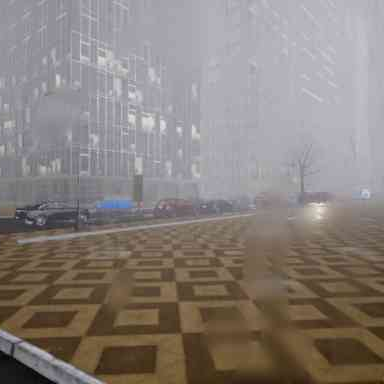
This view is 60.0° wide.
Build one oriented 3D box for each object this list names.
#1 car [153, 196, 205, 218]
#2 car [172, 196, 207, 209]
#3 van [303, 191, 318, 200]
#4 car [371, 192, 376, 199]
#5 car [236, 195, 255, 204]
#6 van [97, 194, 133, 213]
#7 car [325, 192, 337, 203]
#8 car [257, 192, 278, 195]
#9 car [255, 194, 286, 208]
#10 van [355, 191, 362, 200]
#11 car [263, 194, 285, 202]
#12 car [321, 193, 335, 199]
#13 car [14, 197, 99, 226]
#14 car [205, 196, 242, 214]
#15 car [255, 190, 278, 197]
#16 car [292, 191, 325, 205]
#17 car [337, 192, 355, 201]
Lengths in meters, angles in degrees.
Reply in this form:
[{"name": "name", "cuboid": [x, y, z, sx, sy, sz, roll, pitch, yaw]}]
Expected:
[{"name": "car", "cuboid": [-1.175, 1.240, 27.097, 1.967, 1.590, 4.097, 1, 1, 40]}, {"name": "car", "cuboid": [-0.272, 1.218, 41.294, 1.887, 1.381, 4.507, 1, 1, 40]}, {"name": "van", "cuboid": [25.543, 0.695, 71.611, 1.690, 1.788, 3.998, 1, 1, 40]}, {"name": "car", "cuboid": [39.285, 0.848, 74.833, 2.008, 1.369, 4.403, 1, 1, 40]}, {"name": "car", "cuboid": [7.107, 1.148, 49.952, 1.947, 1.339, 4.313, 1, 1, 40]}, {"name": "van", "cuboid": [-7.729, 1.106, 32.699, 1.690, 1.788, 3.998, 1, 1, 40]}, {"name": "car", "cuboid": [20.852, 0.840, 53.167, 2.192, 1.841, 5.009, 1, 1, 40]}, {"name": "car", "cuboid": [11.329, 1.099, 46.052, 2.128, 1.511, 4.902, 0, 1, 41]}, {"name": "car", "cuboid": [9.791, 1.244, 40.174, 1.802, 1.307, 4.206, 1, 1, 40]}, {"name": "van", "cuboid": [35.600, 0.683, 70.497, 1.690, 1.788, 3.998, 1, 1, 40]}, {"name": "car", "cuboid": [14.482, 1.056, 58.617, 1.947, 1.339, 4.313, 1, 1, 40]}, {"name": "car", "cuboid": [32.916, 0.829, 80.280, 1.947, 1.339, 4.313, 1, 1, 40]}, {"name": "car", "cuboid": [-9.097, 1.352, 22.138, 2.128, 1.511, 4.902, 0, 1, 40]}, {"name": "car", "cuboid": [2.468, 1.320, 31.467, 1.947, 1.339, 4.313, 1, 1, 40]}, {"name": "car", "cuboid": [11.412, 0.786, 50.866, 2.150, 2.045, 5.566, 0, 1, 40]}, {"name": "car", "cuboid": [17.166, 0.885, 48.835, 2.192, 1.841, 5.009, 1, 1, 40]}, {"name": "car", "cuboid": [28.335, 0.957, 61.964, 1.752, 1.417, 4.829, 1, 1, 40]}]
